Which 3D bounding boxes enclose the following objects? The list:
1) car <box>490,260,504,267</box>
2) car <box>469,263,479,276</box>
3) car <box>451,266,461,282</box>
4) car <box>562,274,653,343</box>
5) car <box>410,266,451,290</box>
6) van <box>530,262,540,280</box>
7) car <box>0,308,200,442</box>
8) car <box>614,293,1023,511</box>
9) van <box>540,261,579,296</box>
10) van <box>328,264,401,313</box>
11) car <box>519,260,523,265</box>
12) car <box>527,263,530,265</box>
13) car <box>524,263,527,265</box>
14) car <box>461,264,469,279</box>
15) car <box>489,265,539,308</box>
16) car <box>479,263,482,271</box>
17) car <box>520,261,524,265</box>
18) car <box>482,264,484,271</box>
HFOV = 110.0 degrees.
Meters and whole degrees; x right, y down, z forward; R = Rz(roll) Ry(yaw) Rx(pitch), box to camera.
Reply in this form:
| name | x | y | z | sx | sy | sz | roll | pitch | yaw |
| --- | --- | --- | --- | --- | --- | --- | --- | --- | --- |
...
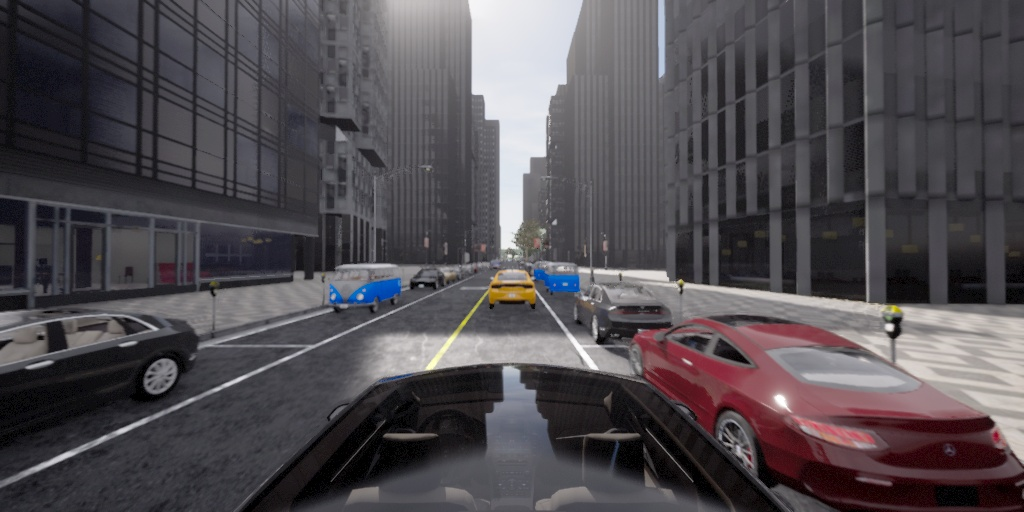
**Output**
| name | x | y | z | sx | sy | sz | roll | pitch | yaw |
| --- | --- | --- | --- | --- | --- | --- | --- | --- | --- |
| car | -3.027 | 1.948 | 65.312 | 1.994 | 1.385 | 4.181 | 0 | -1 | 0 |
| car | -5.766 | 1.730 | 45.419 | 2.007 | 1.370 | 4.403 | 0 | 0 | 0 |
| car | -5.765 | 1.553 | 30.089 | 1.751 | 1.417 | 4.829 | 0 | 0 | 0 |
| car | 2.762 | 1.377 | 9.709 | 2.007 | 1.370 | 4.403 | 0 | 0 | 0 |
| car | -5.764 | 1.541 | 24.970 | 1.948 | 1.339 | 4.313 | 0 | 0 | 0 |
| van | 2.760 | 1.380 | 31.361 | 1.690 | 1.789 | 3.998 | 0 | 0 | 0 |
| car | -5.762 | 1.320 | 3.816 | 2.007 | 1.370 | 4.403 | 0 | 0 | 0 |
| car | 2.763 | 1.357 | 4.296 | 1.802 | 1.307 | 4.207 | 0 | 0 | 0 |
| van | 2.762 | 1.273 | 20.534 | 1.690 | 1.789 | 3.998 | 0 | 0 | 0 |
| van | -5.763 | 1.213 | 14.393 | 1.690 | 1.789 | 3.998 | 0 | 0 | 0 |
| car | 2.757 | 1.897 | 61.749 | 2.007 | 1.370 | 4.403 | 0 | 0 | 0 |
| car | 2.760 | 1.618 | 36.943 | 1.751 | 1.417 | 4.829 | 0 | 0 | 0 |
| car | 2.759 | 1.713 | 42.187 | 1.948 | 1.339 | 4.313 | 0 | 0 | 0 |
| car | -5.765 | 1.631 | 35.548 | 2.007 | 1.370 | 4.403 | 0 | 0 | 0 |
| car | 0.026 | 1.366 | 16.107 | 1.882 | 1.535 | 5.008 | 0 | 0 | 0 |
| car | -5.766 | 1.780 | 50.863 | 1.888 | 1.381 | 4.507 | 0 | 0 | 0 |
| car | 2.758 | 1.846 | 56.757 | 2.007 | 1.370 | 4.403 | 0 | 0 | 0 |
| car | -5.768 | 1.897 | 61.752 | 2.007 | 1.370 | 4.403 | 0 | 0 | 0 |
